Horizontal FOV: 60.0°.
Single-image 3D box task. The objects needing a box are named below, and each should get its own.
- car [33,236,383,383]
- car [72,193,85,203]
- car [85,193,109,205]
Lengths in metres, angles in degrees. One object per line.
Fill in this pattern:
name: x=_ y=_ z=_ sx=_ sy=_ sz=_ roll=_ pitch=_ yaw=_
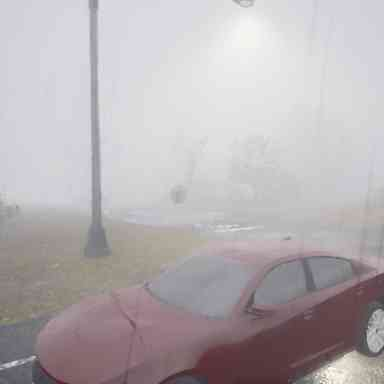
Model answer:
car: x=0.701 y=1.419 z=4.280 sx=5.008 sy=1.535 sz=1.882 roll=-2 pitch=1 yaw=-34
car: x=-19.482 y=0.942 z=58.250 sx=2.097 sy=1.767 sz=4.553 roll=-1 pitch=1 yaw=-33
car: x=-13.903 y=1.100 z=49.646 sx=2.128 sy=1.511 sz=4.902 roll=-1 pitch=1 yaw=-33
